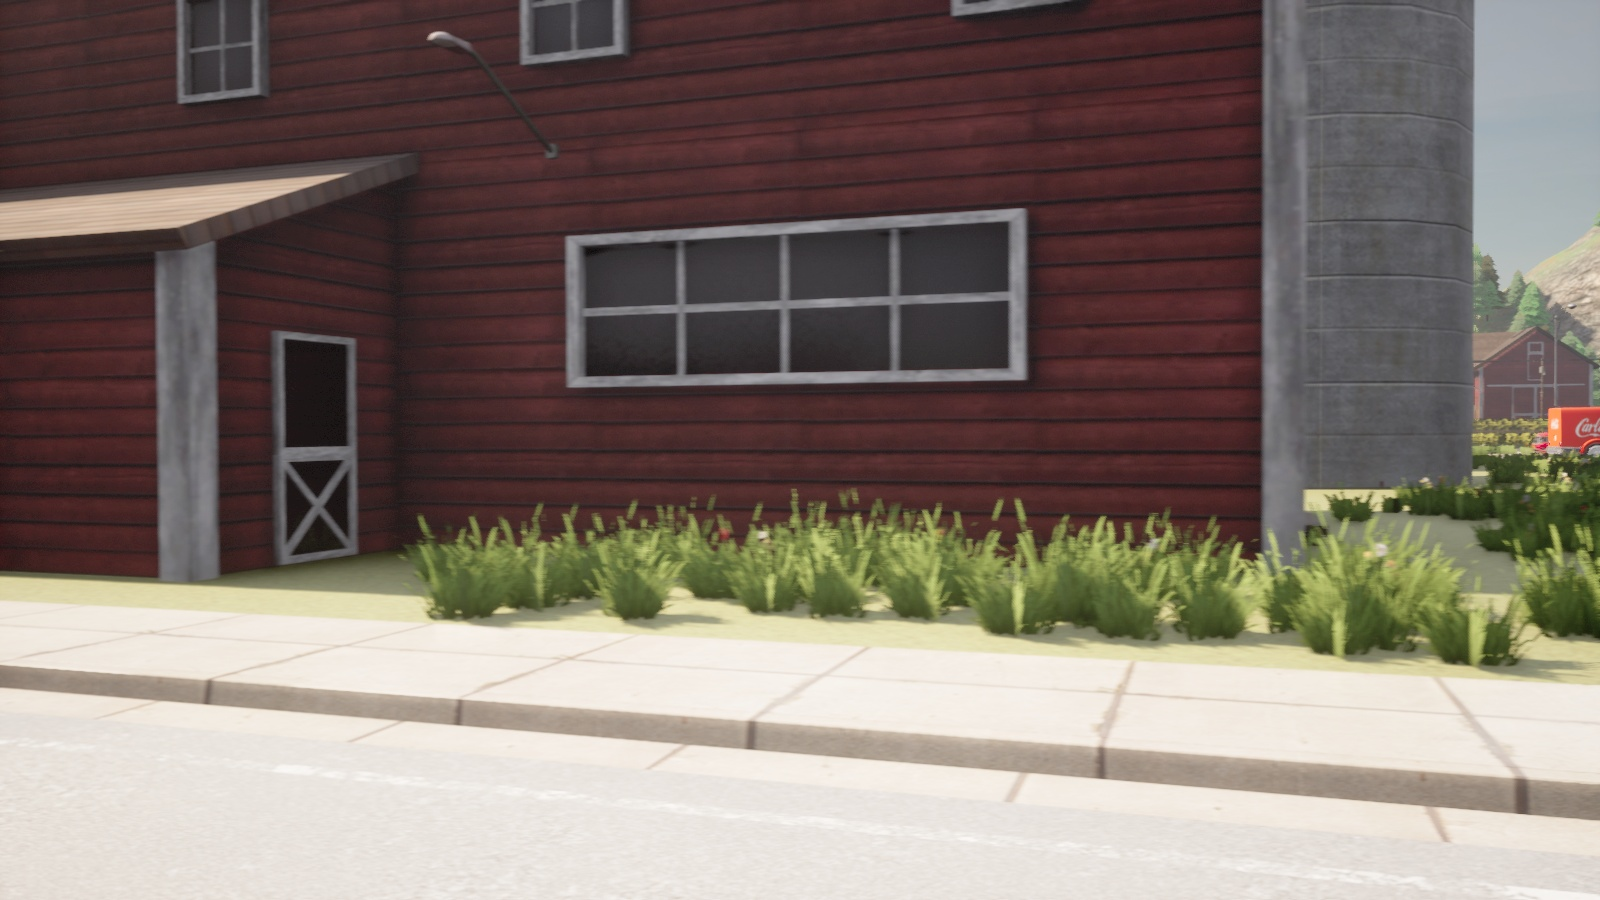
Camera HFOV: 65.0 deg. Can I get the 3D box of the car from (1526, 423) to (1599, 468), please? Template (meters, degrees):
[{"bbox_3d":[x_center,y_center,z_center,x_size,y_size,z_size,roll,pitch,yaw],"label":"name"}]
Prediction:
[{"bbox_3d":[36.536,-0.207,57.267,5.566,2.045,2.150,1,1,19],"label":"car"}]

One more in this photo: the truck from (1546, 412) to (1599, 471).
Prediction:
[{"bbox_3d":[35.352,-0.365,53.969,5.204,2.467,2.627,1,1,19],"label":"truck"}]
